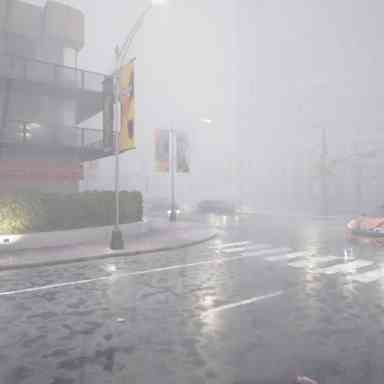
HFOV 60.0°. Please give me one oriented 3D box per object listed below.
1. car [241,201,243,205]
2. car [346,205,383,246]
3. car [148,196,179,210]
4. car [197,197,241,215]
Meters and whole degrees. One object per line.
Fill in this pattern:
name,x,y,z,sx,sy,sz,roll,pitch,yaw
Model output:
car,5.545,1.526,49.586,1.812,1.442,4.674,0,0,-35
car,8.734,1.352,14.528,4.553,1.767,2.097,0,0,-36
car,-3.391,1.564,42.080,1.994,1.385,4.181,0,0,-35
car,2.388,1.505,33.814,1.837,1.490,4.892,0,0,-35
